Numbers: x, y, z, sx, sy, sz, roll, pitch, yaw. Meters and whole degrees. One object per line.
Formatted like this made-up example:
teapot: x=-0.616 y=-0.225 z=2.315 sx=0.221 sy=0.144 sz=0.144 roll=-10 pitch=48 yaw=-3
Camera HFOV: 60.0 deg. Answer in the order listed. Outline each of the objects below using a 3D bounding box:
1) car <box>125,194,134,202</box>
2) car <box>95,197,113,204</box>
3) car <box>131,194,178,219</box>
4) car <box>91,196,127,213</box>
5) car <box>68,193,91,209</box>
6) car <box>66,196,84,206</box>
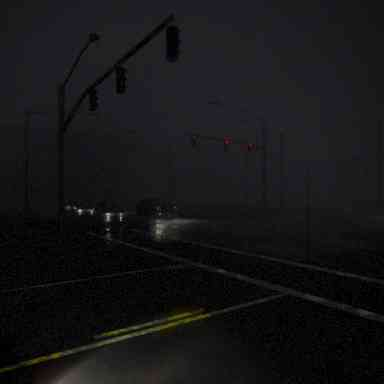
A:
car: x=-13.677 y=1.522 z=72.541 sx=1.812 sy=1.442 sz=4.674 roll=0 pitch=0 yaw=30
car: x=-16.505 y=1.599 z=62.713 sx=1.895 sy=1.301 sz=4.718 roll=0 pitch=0 yaw=3
car: x=-3.153 y=1.350 z=29.147 sx=2.097 sy=1.767 sz=4.553 roll=0 pitch=0 yaw=-36
car: x=-9.608 y=1.525 z=38.096 sx=1.812 sy=1.442 sz=4.674 roll=0 pitch=0 yaw=-36
car: x=-15.595 y=1.221 z=46.625 sx=2.150 sy=2.045 sz=5.566 roll=0 pitch=0 yaw=-33
car: x=-19.630 y=1.490 z=56.014 sx=2.128 sy=1.511 sz=4.902 roll=0 pitch=0 yaw=-10
